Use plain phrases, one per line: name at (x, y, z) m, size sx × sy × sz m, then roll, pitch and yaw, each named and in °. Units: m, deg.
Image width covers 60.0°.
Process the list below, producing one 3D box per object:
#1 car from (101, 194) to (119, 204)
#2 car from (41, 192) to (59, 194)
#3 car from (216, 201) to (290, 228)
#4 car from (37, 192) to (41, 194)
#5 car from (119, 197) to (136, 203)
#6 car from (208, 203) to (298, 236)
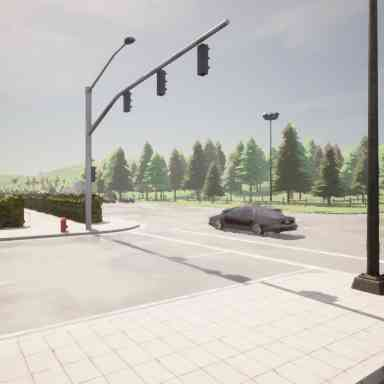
car at (-16.747, 1.601, 65.616) m, size 1.895 × 1.301 × 4.718 m, roll 0°, pitch 0°, yaw -34°
car at (-24.108, 1.221, 57.614) m, size 2.150 × 2.045 × 5.566 m, roll 0°, pitch 0°, yaw -34°
car at (4.109, 1.491, 23.243) m, size 2.128 × 1.511 × 4.902 m, roll 0°, pitch 0°, yaw -37°
car at (-29.773, 1.058, 65.859) m, size 2.150 × 2.045 × 5.566 m, roll 0°, pitch 0°, yaw -34°
car at (-13.108, 1.601, 66.513) m, size 1.895 × 1.301 × 4.718 m, roll 0°, pitch 0°, yaw -35°
car at (3.221, 1.548, 18.539) m, size 2.033 × 1.411 × 5.357 m, roll 0°, pitch 0°, yaw -37°
